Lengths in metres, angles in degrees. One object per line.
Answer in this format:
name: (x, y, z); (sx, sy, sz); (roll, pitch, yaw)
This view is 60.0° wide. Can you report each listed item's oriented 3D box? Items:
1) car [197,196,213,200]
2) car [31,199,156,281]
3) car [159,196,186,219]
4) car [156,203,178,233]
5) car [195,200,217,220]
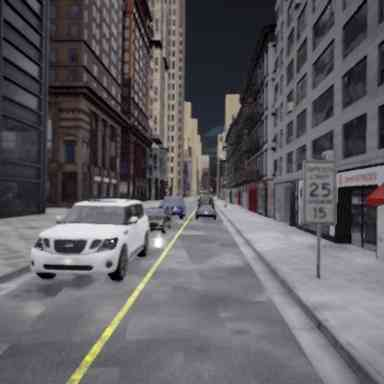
car: (1.735, 1.520, 41.732); (2.150, 2.045, 5.566); (1, 0, 3)
car: (-2.722, 1.259, 10.375); (2.150, 2.045, 5.566); (1, 0, 3)
car: (-1.768, 1.411, 31.410); (2.150, 2.045, 5.566); (1, 0, 3)
car: (-2.278, 1.660, 20.682); (2.033, 1.411, 5.357); (1, 0, 2)
car: (1.332, 1.791, 31.359); (1.994, 1.385, 4.181); (1, 0, 3)
